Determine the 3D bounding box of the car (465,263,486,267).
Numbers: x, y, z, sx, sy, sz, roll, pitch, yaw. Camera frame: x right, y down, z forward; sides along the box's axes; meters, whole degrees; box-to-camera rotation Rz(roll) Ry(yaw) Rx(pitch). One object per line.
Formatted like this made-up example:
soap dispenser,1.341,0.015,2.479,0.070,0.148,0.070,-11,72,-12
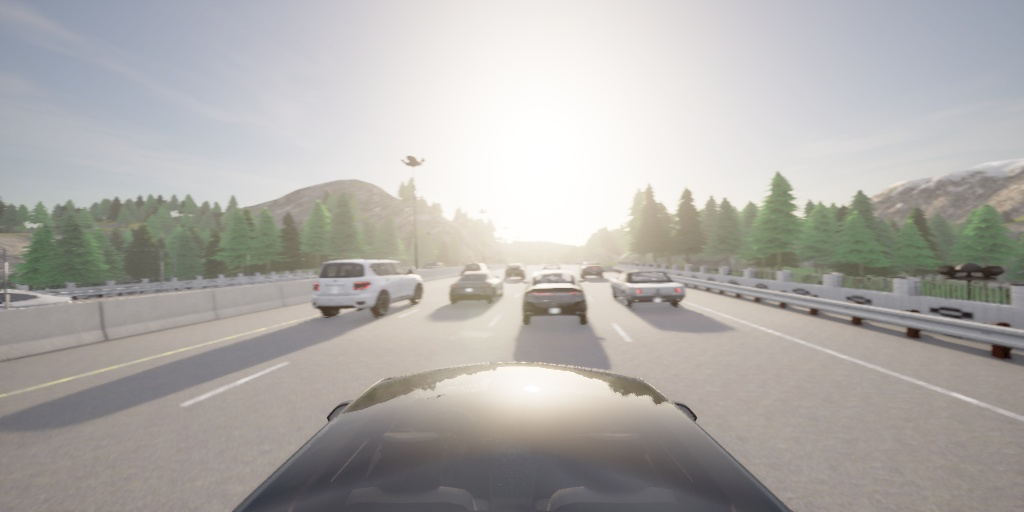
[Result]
car,-3.282,1.431,33.536,2.097,1.767,4.553,-2,-1,6

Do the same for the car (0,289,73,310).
car,-16.532,1.782,10.812,1.812,1.442,4.674,-2,0,6

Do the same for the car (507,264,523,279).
car,0.358,1.497,34.596,1.837,1.490,4.892,-2,-1,6

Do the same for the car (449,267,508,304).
car,-1.575,1.401,16.982,1.994,1.385,4.181,-2,0,6

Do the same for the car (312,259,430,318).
car,-5.395,1.155,14.233,2.150,2.045,5.566,-2,0,7

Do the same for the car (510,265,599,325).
car,1.366,1.213,11.721,2.128,1.511,4.902,-2,0,6

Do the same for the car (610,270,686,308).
car,5.180,1.221,14.379,1.895,1.301,4.718,-2,0,6

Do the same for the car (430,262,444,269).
car,-11.764,1.928,53.360,2.150,2.045,5.566,-2,-1,6

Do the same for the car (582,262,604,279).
car,7.207,1.260,32.870,2.128,1.511,4.902,-2,-1,6
